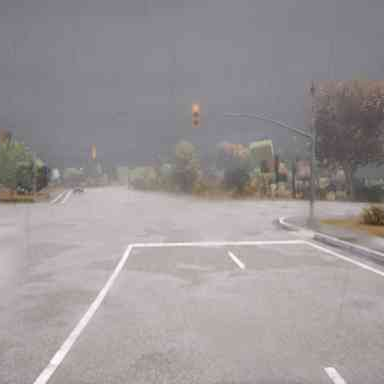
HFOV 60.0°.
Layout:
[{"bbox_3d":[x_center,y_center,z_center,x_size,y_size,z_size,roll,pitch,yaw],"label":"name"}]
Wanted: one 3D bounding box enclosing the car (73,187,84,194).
[{"bbox_3d":[-22.630,-0.393,66.265,1.994,1.385,4.181,-1,2,-19],"label":"car"}]
